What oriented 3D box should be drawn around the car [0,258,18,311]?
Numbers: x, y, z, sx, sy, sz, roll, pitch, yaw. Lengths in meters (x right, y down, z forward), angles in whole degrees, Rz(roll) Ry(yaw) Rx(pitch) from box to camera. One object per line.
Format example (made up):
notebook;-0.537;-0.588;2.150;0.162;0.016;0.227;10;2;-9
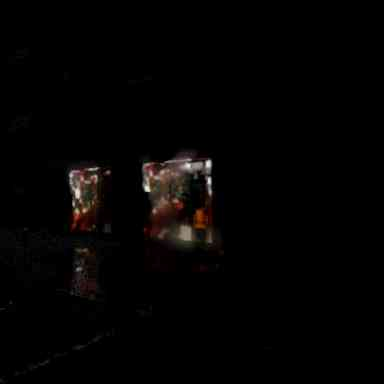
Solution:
car;-5.105;1.574;6.498;4.403;1.369;2.008;0;-1;35
